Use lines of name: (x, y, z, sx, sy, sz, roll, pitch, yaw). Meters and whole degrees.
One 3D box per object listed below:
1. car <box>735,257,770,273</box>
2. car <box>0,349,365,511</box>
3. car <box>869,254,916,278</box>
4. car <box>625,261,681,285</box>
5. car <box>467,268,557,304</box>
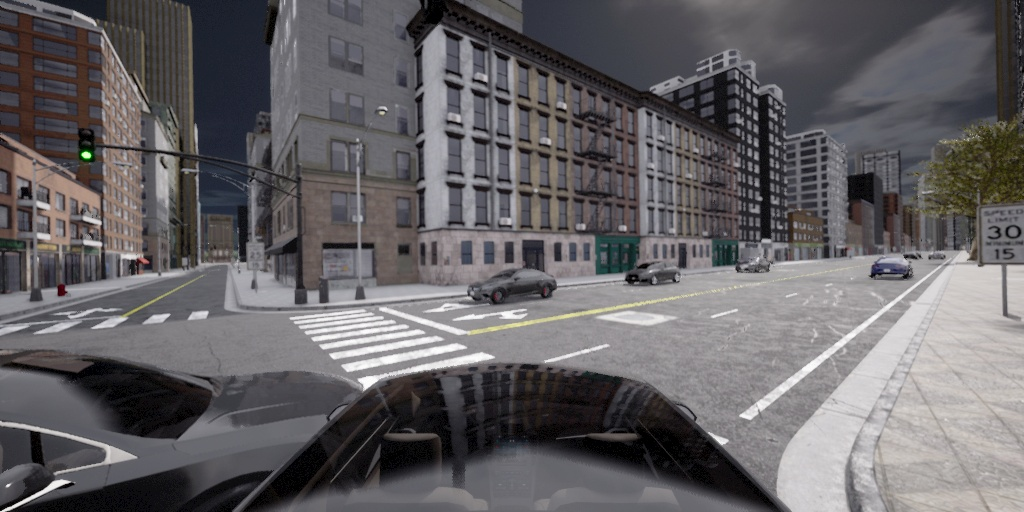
car: (24.024, 0.863, 35.742, 4.902, 1.511, 2.128, -1, 0, -38)
car: (-3.220, 1.315, 1.914, 4.892, 1.490, 1.837, -1, -1, -34)
car: (27.643, 0.803, 26.116, 4.674, 1.442, 1.812, -1, 0, -38)
car: (9.652, 1.122, 24.408, 4.892, 1.490, 1.837, -2, 0, -38)
car: (0.117, 1.311, 16.846, 4.674, 1.442, 1.812, -1, 0, -38)
